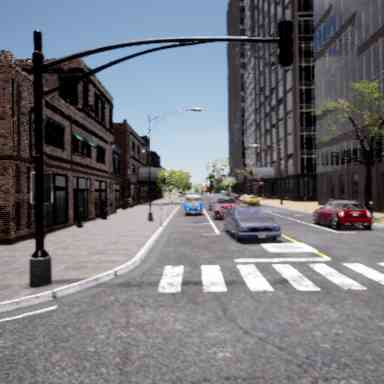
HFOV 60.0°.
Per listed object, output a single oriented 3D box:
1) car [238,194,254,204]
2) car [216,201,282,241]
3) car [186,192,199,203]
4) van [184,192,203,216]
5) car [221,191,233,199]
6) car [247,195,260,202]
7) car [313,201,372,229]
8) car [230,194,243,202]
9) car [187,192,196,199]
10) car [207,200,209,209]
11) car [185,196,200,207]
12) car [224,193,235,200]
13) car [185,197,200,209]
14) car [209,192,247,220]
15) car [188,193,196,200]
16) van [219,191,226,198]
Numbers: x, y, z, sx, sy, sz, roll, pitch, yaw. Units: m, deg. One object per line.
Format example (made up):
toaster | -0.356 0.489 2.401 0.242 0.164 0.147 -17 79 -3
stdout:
car | 8.420 1.092 52.598 1.752 1.417 4.829 0 0 0
car | 2.682 1.408 16.192 2.033 1.411 5.357 -1 0 -4
car | 0.028 0.975 57.954 2.192 1.841 5.009 0 0 0
van | 0.093 1.159 30.283 1.690 1.788 3.998 0 0 0
car | 8.354 0.726 80.101 2.192 1.841 5.009 0 0 0
car | 8.433 1.124 47.064 1.752 1.417 4.829 0 0 0
car | 8.499 1.197 19.219 1.967 1.590 4.097 0 0 0
car | 8.394 1.050 63.498 1.887 1.381 4.507 0 0 0
car | -0.038 0.818 85.626 2.192 1.841 5.009 0 0 0
car | 2.691 1.235 36.467 2.128 1.511 4.902 -1 0 0
car | 0.054 1.289 46.887 1.947 1.339 4.313 0 0 0
car | 8.367 0.966 74.737 1.752 1.417 4.829 0 0 0
car | 0.067 1.337 41.353 1.802 1.307 4.206 0 0 0
car | 2.684 1.156 26.089 2.097 1.767 4.553 -1 0 0
car | -0.025 1.061 79.923 1.752 1.417 4.829 0 0 0
van | 8.328 0.689 91.170 1.690 1.788 3.998 0 0 0
